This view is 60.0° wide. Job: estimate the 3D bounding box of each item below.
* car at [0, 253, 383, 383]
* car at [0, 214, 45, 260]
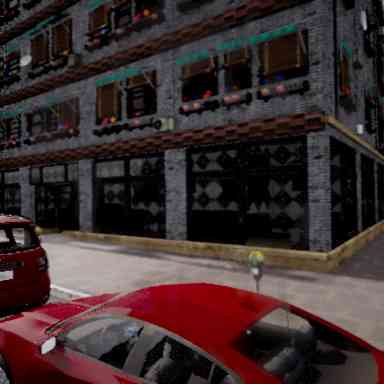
[{"bbox_3d":[-0.197,1.544,3.032,4.507,1.381,1.887,0,-1,36],"label":"car"},{"bbox_3d":[-4.704,1.311,6.252,5.009,1.841,2.192,0,-1,36],"label":"car"}]
